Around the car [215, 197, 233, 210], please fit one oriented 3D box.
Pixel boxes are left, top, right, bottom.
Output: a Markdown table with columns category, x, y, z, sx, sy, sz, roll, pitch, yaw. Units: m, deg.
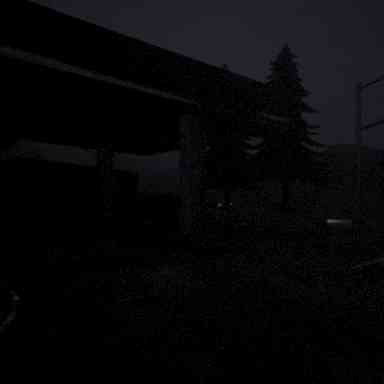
| category | x | y | z | sx | sy | sz | roll | pitch | yaw |
| --- | --- | --- | --- | --- | --- | --- | --- | --- | --- |
| car | 2.335 | 1.310 | 35.623 | 2.097 | 1.767 | 4.553 | -1 | 0 | -36 |

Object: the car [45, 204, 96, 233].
| category | x | y | z | sx | sy | sz | roll | pitch | yaw |
| --- | --- | --- | --- | --- | --- | --- | --- | --- | --- |
| car | -7.831 | 1.608 | 21.320 | 2.242 | 1.667 | 4.611 | -1 | 0 | -37 |

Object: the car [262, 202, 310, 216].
| category | x | y | z | sx | sy | sz | roll | pitch | yaw |
| --- | --- | --- | --- | --- | --- | --- | --- | --- | --- |
| car | 7.846 | 1.522 | 28.048 | 1.994 | 1.385 | 4.181 | -1 | 0 | -36 |

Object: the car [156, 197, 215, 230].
| category | x | y | z | sx | sy | sz | roll | pitch | yaw |
| --- | --- | --- | --- | --- | --- | --- | --- | --- | --- |
| car | -0.701 | 1.383 | 21.218 | 1.905 | 1.878 | 3.866 | -1 | 0 | -37 |
